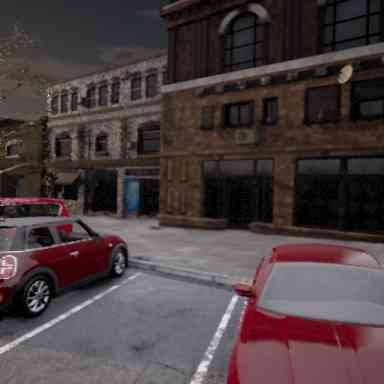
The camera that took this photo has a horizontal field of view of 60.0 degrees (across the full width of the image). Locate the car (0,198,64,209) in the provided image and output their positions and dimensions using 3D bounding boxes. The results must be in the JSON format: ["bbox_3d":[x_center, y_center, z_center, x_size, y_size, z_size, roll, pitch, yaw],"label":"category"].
[{"bbox_3d":[-5.700,1.205,9.436,2.435,2.045,5.566,1,0,15],"label":"car"}]

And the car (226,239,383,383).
[{"bbox_3d":[1.660,1.481,4.232,2.097,1.535,5.008,1,-1,15],"label":"car"}]

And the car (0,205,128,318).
[{"bbox_3d":[-3.262,1.339,7.694,2.185,1.767,4.553,0,-1,15],"label":"car"}]
